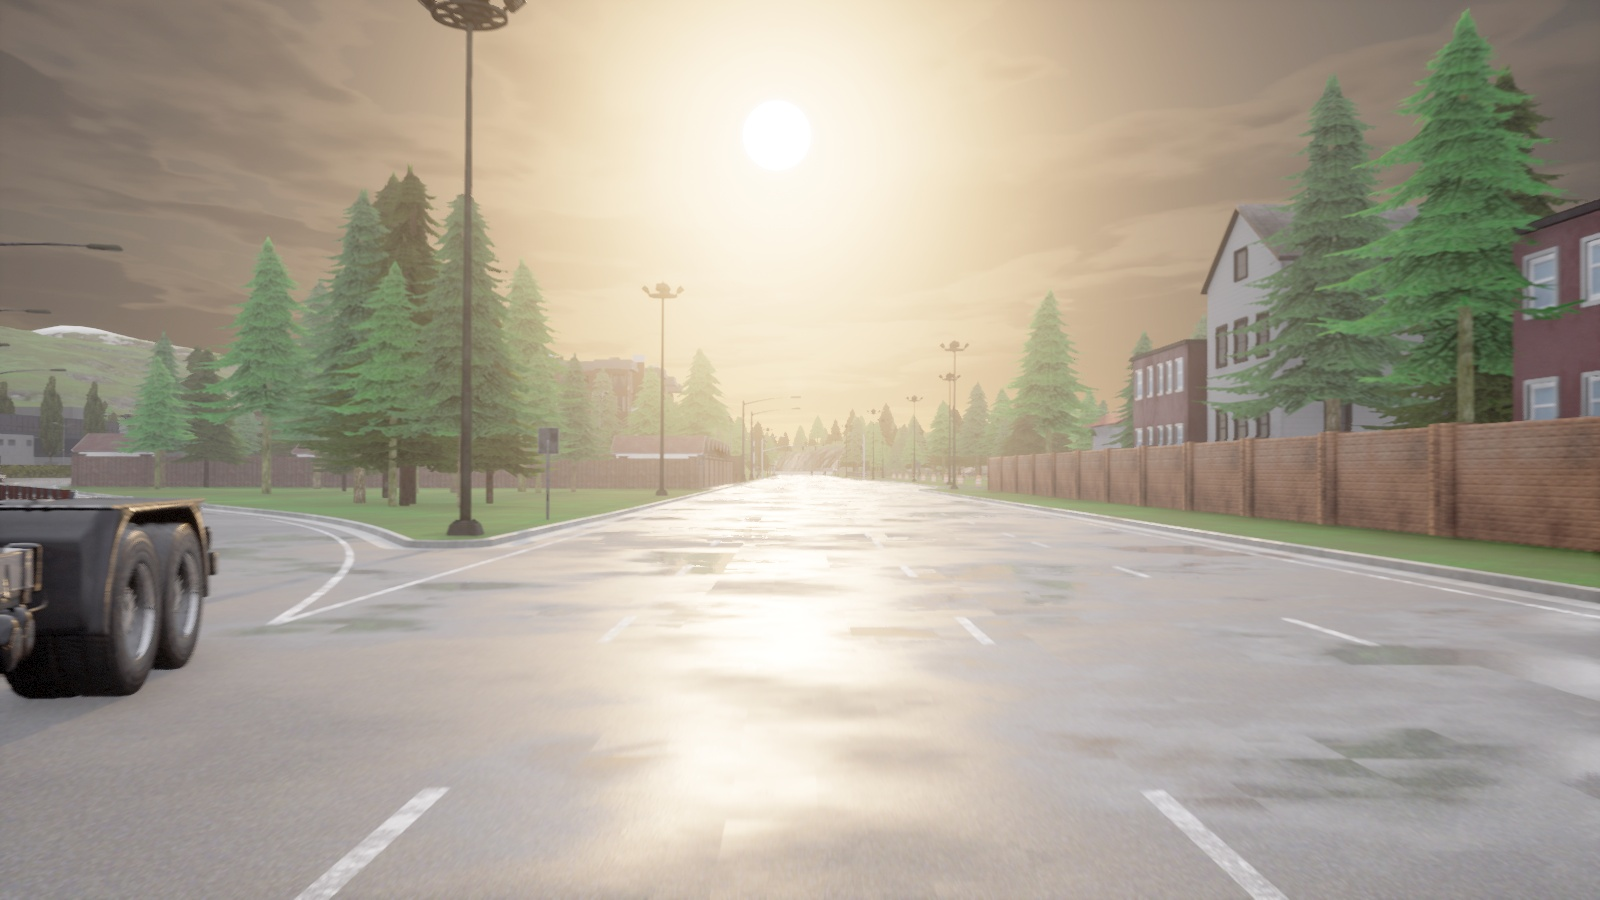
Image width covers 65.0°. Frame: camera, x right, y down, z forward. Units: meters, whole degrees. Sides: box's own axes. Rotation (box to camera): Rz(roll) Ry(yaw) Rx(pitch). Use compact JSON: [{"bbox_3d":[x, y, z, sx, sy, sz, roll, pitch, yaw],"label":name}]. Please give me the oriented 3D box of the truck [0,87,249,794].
[{"bbox_3d":[-5.596,-0.026,7.144,2.891,3.462,7.936,0,-1,-11],"label":"truck"}]
